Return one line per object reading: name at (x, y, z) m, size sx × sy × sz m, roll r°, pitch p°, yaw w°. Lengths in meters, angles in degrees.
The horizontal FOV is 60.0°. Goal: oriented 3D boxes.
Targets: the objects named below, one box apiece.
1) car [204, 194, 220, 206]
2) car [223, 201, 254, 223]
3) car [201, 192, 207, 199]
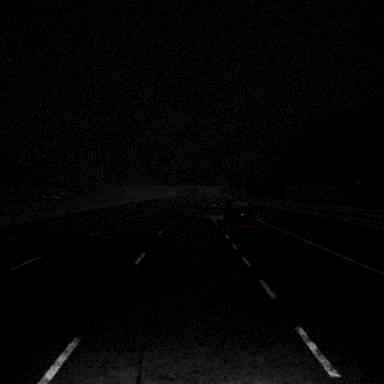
car at (3.512, 1.492, 54.454) m, size 1.994 × 1.385 × 4.181 m, roll 0°, pitch 0°, yaw 0°
car at (3.506, 1.421, 25.610) m, size 1.882 × 1.535 × 5.008 m, roll 0°, pitch 0°, yaw 0°
car at (3.515, 1.359, 71.117) m, size 1.882 × 1.535 × 5.008 m, roll 0°, pitch 0°, yaw 0°
